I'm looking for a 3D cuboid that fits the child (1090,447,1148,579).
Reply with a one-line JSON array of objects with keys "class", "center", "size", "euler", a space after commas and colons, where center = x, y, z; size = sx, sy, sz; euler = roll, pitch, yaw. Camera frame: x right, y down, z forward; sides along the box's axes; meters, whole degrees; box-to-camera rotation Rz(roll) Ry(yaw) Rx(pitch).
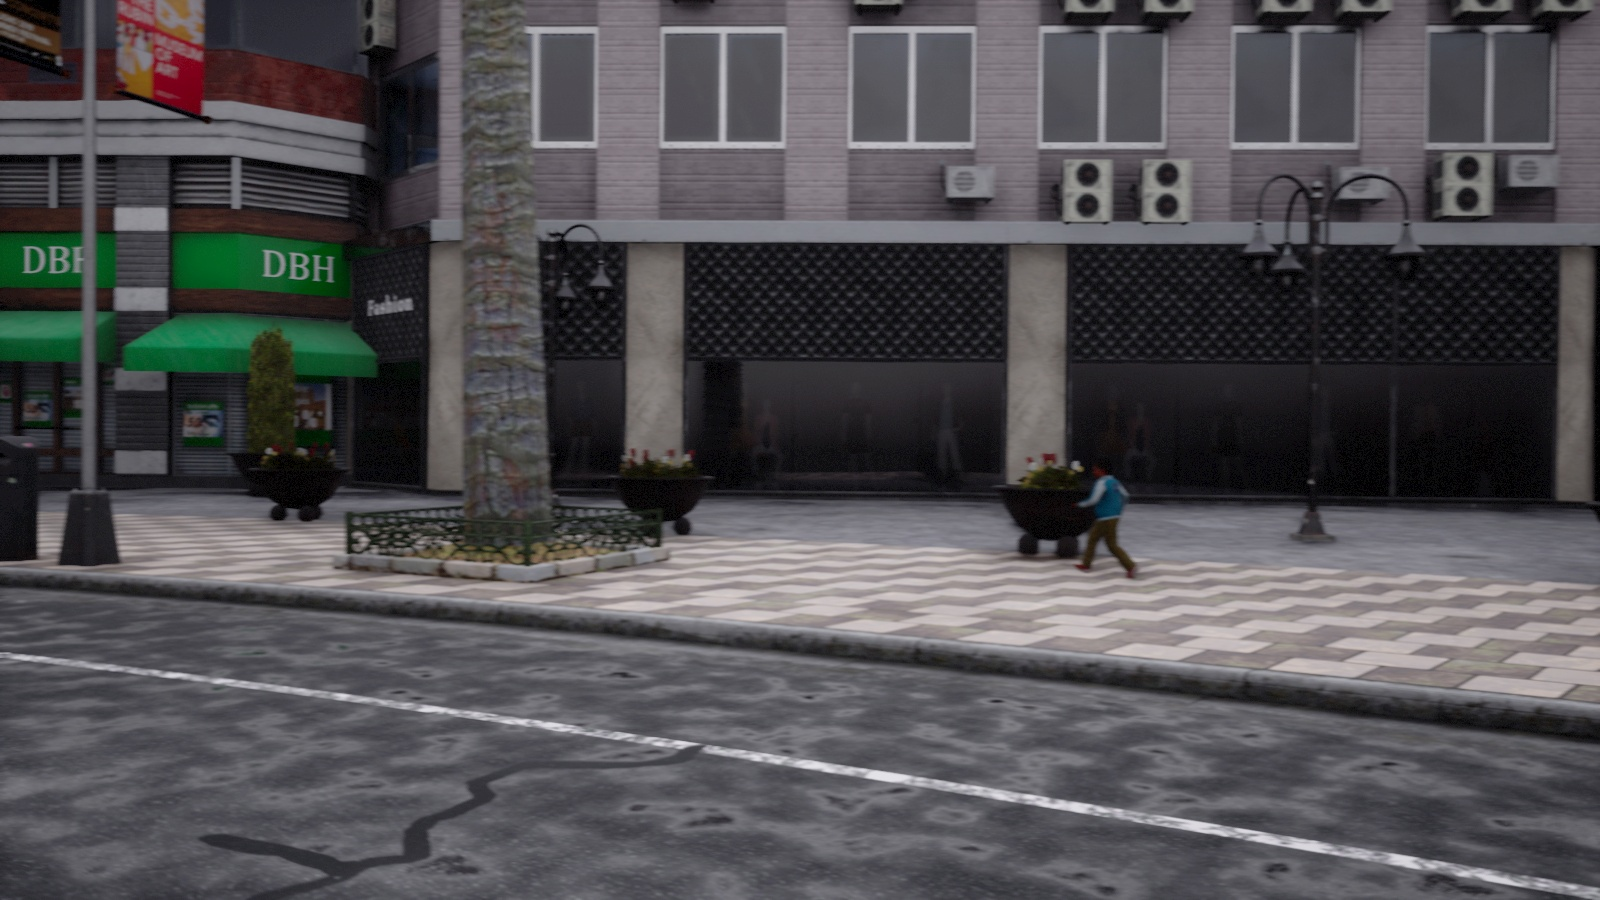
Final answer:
[{"class": "child", "center": [2.956, 0.571, 11.626], "size": [0.448, 1.192, 0.343], "euler": [0, 1, 27]}]
